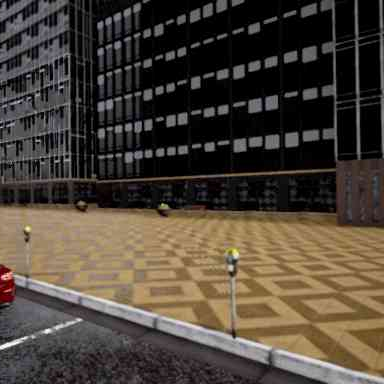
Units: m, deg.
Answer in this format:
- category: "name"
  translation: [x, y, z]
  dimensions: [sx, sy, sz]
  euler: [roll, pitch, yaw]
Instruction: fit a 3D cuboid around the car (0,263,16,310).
- category: "car"
  translation: [-5.042, 1.583, 6.481]
  dimensions: [4.206, 1.307, 1.802]
  euler: [0, -1, 35]
